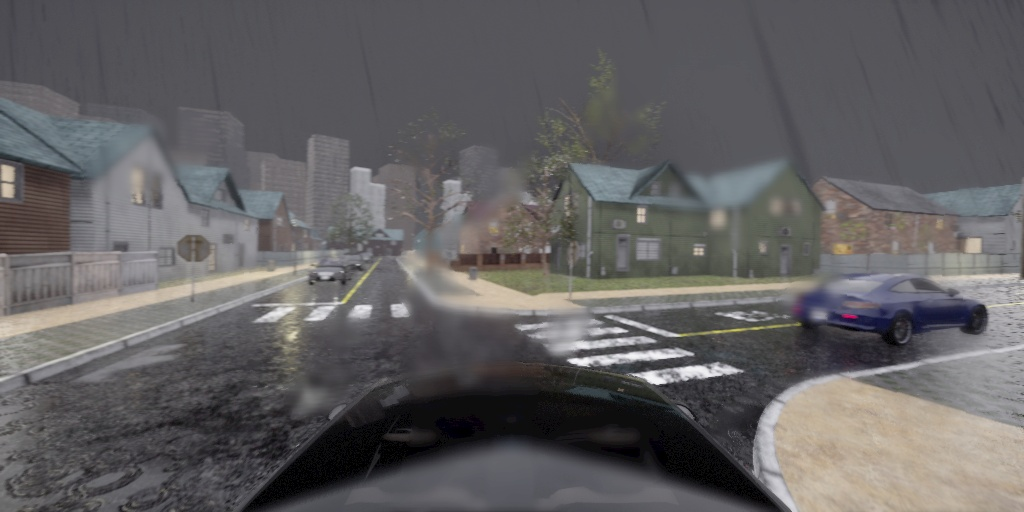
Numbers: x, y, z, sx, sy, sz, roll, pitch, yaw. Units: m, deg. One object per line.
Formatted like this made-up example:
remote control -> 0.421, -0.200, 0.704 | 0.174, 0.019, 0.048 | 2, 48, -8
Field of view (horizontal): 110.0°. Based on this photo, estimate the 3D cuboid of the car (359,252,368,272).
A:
car -> -14.448, 0.589, 32.608 | 1.837, 1.490, 4.892 | 1, 1, -19

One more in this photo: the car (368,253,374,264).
car -> -20.432, 0.249, 50.306 | 2.128, 1.511, 4.902 | 1, 1, -19

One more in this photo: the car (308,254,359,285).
car -> -10.364, 0.800, 20.724 | 2.128, 1.511, 4.902 | 1, 1, -19

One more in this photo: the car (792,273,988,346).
car -> 8.980, 1.126, 8.600 | 4.674, 1.442, 1.812 | -1, 1, -18
